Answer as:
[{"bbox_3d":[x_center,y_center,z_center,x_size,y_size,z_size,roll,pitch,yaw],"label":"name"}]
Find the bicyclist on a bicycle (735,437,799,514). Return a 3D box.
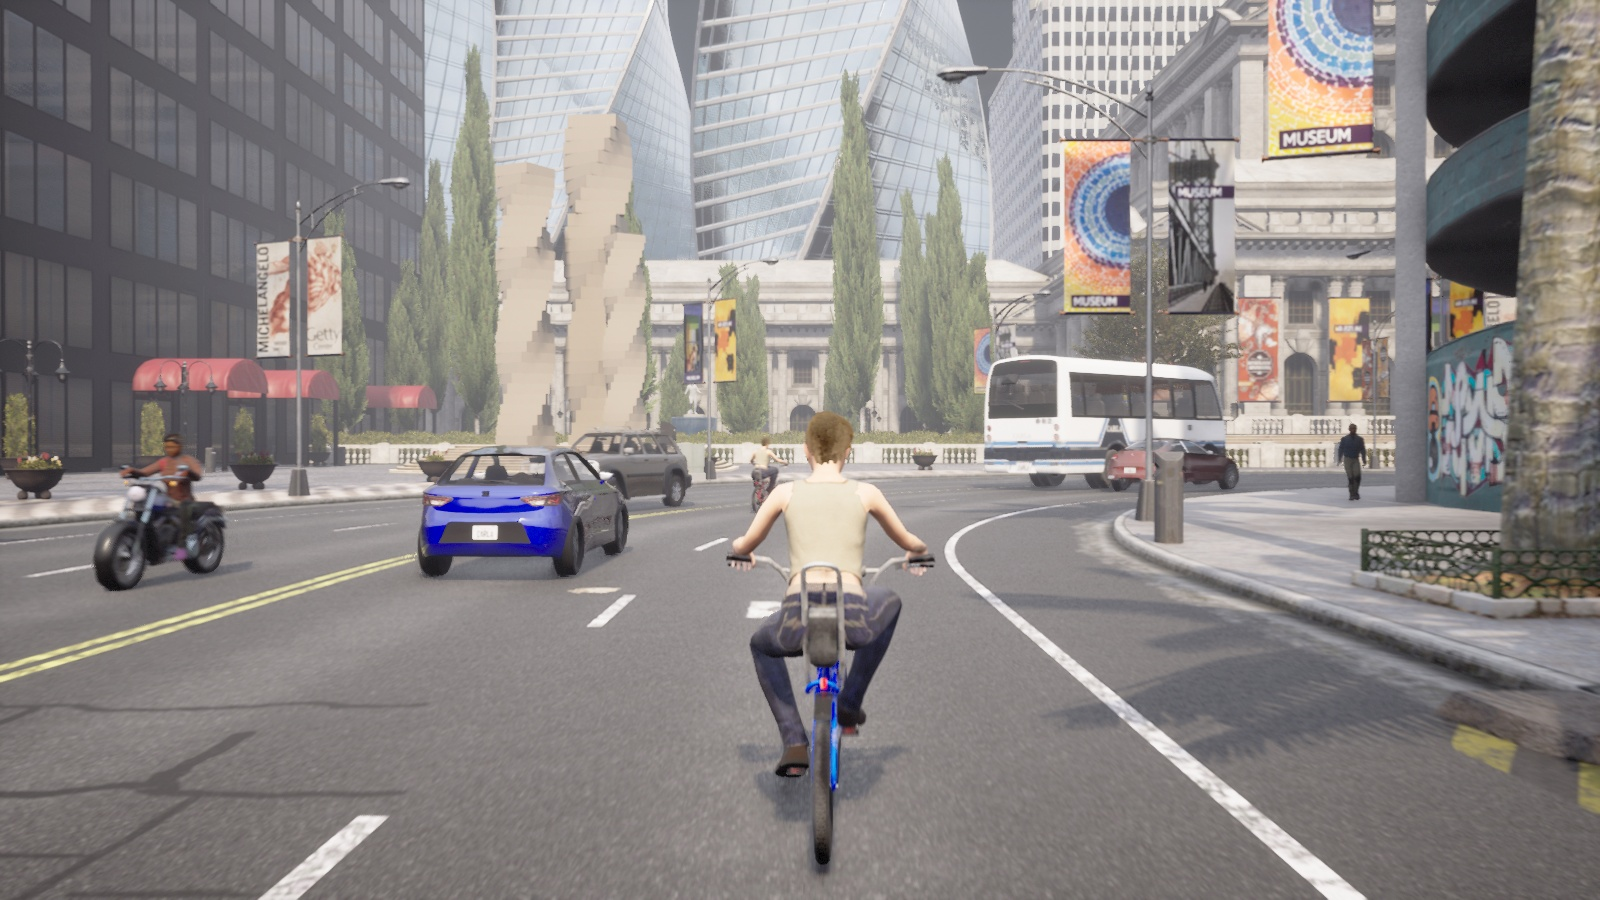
[{"bbox_3d":[-0.710,0.529,27.196,0.866,1.612,1.509,1,1,21],"label":"bicyclist on a bicycle"}]

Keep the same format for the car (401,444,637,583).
[{"bbox_3d":[-3.279,0.670,15.502,1.816,1.474,4.193,0,0,2],"label":"car"}]

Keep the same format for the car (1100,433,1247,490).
[{"bbox_3d":[11.660,0.315,39.014,5.027,1.651,2.152,0,0,-44],"label":"car"}]

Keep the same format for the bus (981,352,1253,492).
[{"bbox_3d":[11.104,-0.864,43.164,10.273,4.253,3.944,0,0,-42],"label":"bus"}]

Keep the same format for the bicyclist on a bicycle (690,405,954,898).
[{"bbox_3d":[0.114,0.656,4.883,0.866,1.612,1.509,0,0,3],"label":"bicyclist on a bicycle"}]

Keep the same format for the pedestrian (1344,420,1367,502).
[{"bbox_3d":[12.610,0.252,28.535,0.370,1.835,0.726,0,0,15],"label":"pedestrian"}]

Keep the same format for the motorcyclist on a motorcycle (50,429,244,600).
[{"bbox_3d":[-6.861,0.616,13.371,0.766,1.649,2.350,0,1,2],"label":"motorcyclist on a motorcycle"}]

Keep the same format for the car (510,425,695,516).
[{"bbox_3d":[-4.250,0.403,27.847,1.932,1.855,4.605,0,0,22],"label":"car"}]
